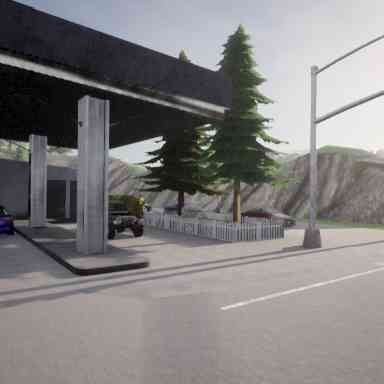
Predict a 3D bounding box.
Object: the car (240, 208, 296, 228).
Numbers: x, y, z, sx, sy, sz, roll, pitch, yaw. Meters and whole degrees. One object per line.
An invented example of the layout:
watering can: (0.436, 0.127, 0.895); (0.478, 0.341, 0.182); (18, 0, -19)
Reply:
car: (5.317, 1.826, 23.724); (1.994, 1.385, 4.181); (1, 0, -35)

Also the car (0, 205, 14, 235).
car: (-11.400, 1.524, 18.656); (2.242, 1.667, 4.611); (1, 0, -35)

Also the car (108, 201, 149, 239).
car: (-4.272, 1.448, 18.380); (1.905, 1.878, 3.866); (1, 0, -35)

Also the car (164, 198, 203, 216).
car: (-0.880, 1.542, 32.700); (2.097, 1.767, 4.553); (1, 0, -35)

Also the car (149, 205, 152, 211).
car: (-6.918, 1.667, 41.451); (2.033, 1.411, 5.357); (1, 0, -35)
